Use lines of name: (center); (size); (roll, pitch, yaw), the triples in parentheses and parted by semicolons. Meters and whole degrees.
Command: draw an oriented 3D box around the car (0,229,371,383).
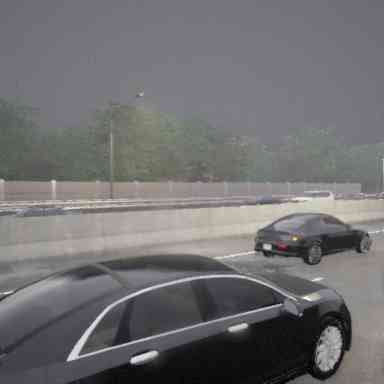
car: (-0.108, 1.485, 3.800); (4.892, 1.490, 1.837); (-1, 0, -36)

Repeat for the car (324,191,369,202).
car: (15.290, 1.015, 32.162); (4.553, 1.767, 2.097); (-1, 0, -35)

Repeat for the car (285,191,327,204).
car: (12.561, 0.897, 34.516); (5.566, 2.045, 2.150); (-1, 0, -35)

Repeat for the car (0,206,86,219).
car: (-8.783, 1.522, 19.137); (5.357, 1.411, 2.033); (-1, 0, -35)

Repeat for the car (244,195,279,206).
car: (8.508, 1.159, 40.216); (5.008, 1.535, 1.882); (-1, 0, -35)

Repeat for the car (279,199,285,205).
car: (12.680, 1.175, 38.887); (4.674, 1.442, 1.812); (0, 0, -35)

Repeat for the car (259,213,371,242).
car: (4.083, 1.418, 11.100); (4.674, 1.442, 1.812); (-1, 0, -36)
